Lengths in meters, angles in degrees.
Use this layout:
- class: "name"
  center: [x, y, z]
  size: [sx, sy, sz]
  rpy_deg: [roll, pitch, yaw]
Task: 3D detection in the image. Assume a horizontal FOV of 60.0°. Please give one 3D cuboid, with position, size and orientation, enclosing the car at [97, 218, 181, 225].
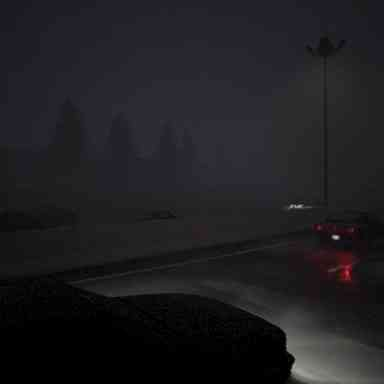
- class: "car"
  center: [-2.191, 1.579, 15.893]
  size: [4.718, 1.301, 1.895]
  rpy_deg: [-1, 0, -41]

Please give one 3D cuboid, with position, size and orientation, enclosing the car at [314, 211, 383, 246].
- class: "car"
  center: [7.374, 1.511, 14.910]
  size: [4.718, 1.301, 1.895]
  rpy_deg: [-1, 0, -44]

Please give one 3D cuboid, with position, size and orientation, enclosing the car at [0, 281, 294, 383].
- class: "car"
  center: [-1.484, 1.553, 2.734]
  size: [5.357, 1.411, 2.033]
  rpy_deg: [0, 0, -37]

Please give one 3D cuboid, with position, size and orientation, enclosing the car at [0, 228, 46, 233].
- class: "car"
  center: [-9.157, 1.537, 14.822]
  size: [4.892, 1.490, 1.837]
  rpy_deg: [-1, 1, -37]
